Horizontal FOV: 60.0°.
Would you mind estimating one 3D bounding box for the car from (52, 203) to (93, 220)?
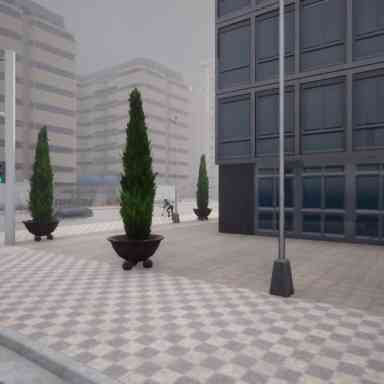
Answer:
[{"bbox_3d":[-10.492,1.619,28.031,1.994,1.385,4.181,0,0,35],"label":"car"}]

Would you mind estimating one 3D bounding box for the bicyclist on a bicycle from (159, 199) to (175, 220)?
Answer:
[{"bbox_3d":[-1.908,1.356,25.824,1.656,1.620,0.582,0,0,35],"label":"bicyclist on a bicycle"}]
